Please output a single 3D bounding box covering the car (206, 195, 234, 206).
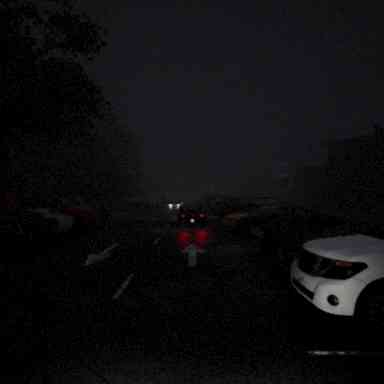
[{"bbox_3d":[4.709,1.452,56.485,4.553,1.767,2.185,0,0,0],"label":"car"}]

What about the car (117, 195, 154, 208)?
[{"bbox_3d":[-8.344,1.556,47.702,4.892,1.521,2.231,0,0,0],"label":"car"}]

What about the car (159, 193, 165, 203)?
[{"bbox_3d":[-8.369,1.339,61.582,5.566,2.045,2.435,0,0,0],"label":"car"}]

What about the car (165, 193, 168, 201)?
[{"bbox_3d":[-8.369,1.360,69.909,5.566,2.045,2.435,0,0,0],"label":"car"}]

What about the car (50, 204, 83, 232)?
[{"bbox_3d":[-8.333,1.519,16.909,4.674,1.452,2.002,0,0,0],"label":"car"}]

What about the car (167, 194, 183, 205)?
[{"bbox_3d":[-3.278,1.641,63.769,1.812,1.442,4.674,0,0,1],"label":"car"}]

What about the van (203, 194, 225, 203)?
[{"bbox_3d":[4.622,1.386,70.500,4.442,1.987,1.878,0,0,0],"label":"van"}]

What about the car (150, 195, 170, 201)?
[{"bbox_3d":[-8.336,1.582,86.571,4.892,1.521,2.231,0,0,0],"label":"car"}]

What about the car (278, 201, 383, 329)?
[{"bbox_3d":[4.717,1.224,6.029,5.566,2.045,2.435,0,0,0],"label":"car"}]

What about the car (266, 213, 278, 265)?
[{"bbox_3d":[4.749,1.475,8.836,4.892,1.521,2.231,0,0,0],"label":"car"}]

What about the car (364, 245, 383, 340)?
[{"bbox_3d":[4.751,1.477,3.225,5.008,1.535,2.097,0,0,0],"label":"car"}]

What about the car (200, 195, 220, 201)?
[{"bbox_3d":[4.742,1.576,87.330,5.008,1.535,2.097,0,0,0],"label":"car"}]

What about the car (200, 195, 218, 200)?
[{"bbox_3d":[4.734,1.587,92.937,4.674,1.452,2.002,0,0,0],"label":"car"}]

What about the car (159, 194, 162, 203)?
[{"bbox_3d":[-8.311,1.613,58.806,4.792,1.488,2.163,0,0,0],"label":"car"}]

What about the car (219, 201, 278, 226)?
[{"bbox_3d":[4.558,1.482,20.042,5.366,1.575,1.946,0,0,0],"label":"car"}]

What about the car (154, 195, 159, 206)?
[{"bbox_3d":[-8.154,1.559,50.479,5.366,1.575,1.946,0,0,0],"label":"car"}]

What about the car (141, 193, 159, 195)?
[{"bbox_3d":[-8.370,1.451,56.029,4.553,1.767,2.185,0,0,0],"label":"car"}]

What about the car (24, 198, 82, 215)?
[{"bbox_3d":[-14.724,1.495,35.435,5.357,1.411,2.033,2,3,3],"label":"car"}]

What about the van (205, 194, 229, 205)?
[{"bbox_3d":[4.623,1.366,62.092,4.442,1.987,1.878,0,0,0],"label":"van"}]

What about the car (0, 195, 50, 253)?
[{"bbox_3d":[-8.307,1.223,11.462,5.566,2.045,2.435,0,0,0],"label":"car"}]

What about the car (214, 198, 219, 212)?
[{"bbox_3d":[4.772,1.543,31.255,4.792,1.488,2.163,0,0,0],"label":"car"}]

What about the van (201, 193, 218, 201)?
[{"bbox_3d":[4.620,1.336,90.132,4.442,1.987,1.878,0,0,0],"label":"van"}]

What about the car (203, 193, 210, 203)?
[{"bbox_3d":[4.769,1.305,48.075,5.566,2.045,2.435,0,0,0],"label":"car"}]

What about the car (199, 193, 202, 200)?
[{"bbox_3d":[4.767,1.354,67.699,5.566,2.045,2.435,0,0,0],"label":"car"}]

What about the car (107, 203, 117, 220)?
[{"bbox_3d":[-8.308,1.240,22.479,5.566,2.045,2.435,0,0,0],"label":"car"}]

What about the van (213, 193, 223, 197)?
[{"bbox_3d":[4.859,1.302,36.862,4.442,1.987,1.878,0,0,0],"label":"van"}]

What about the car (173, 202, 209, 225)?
[{"bbox_3d":[-0.175,1.616,24.299,1.895,1.301,4.718,0,0,-5],"label":"car"}]

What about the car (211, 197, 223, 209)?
[{"bbox_3d":[4.748,1.520,34.058,5.008,1.535,2.097,0,0,0],"label":"car"}]

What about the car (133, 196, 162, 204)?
[{"bbox_3d":[-8.526,1.595,64.358,5.366,1.575,1.946,0,0,0],"label":"car"}]

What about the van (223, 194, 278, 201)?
[{"bbox_3d":[4.860,1.273,25.649,4.442,1.987,1.878,0,0,0],"label":"van"}]

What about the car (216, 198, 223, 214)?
[{"bbox_3d":[4.772,1.536,28.452,4.792,1.488,2.163,0,0,0],"label":"car"}]

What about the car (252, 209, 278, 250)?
[{"bbox_3d":[4.774,1.503,11.634,4.792,1.488,2.163,0,0,0],"label":"car"}]

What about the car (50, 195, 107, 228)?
[{"bbox_3d":[-8.307,1.234,19.817,5.566,2.045,2.435,0,0,0],"label":"car"}]

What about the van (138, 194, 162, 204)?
[{"bbox_3d":[-8.457,1.379,67.133,4.442,1.987,1.878,0,0,0],"label":"van"}]

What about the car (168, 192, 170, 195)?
[{"bbox_3d":[-8.313,1.362,72.686,5.566,2.045,2.435,0,0,0],"label":"car"}]

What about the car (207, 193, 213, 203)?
[{"bbox_3d":[4.772,1.423,45.272,4.553,1.767,2.185,0,0,0],"label":"car"}]

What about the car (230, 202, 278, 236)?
[{"bbox_3d":[4.749,1.479,17.242,5.008,1.535,2.097,0,0,0],"label":"car"}]

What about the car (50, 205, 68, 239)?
[{"bbox_3d":[-8.330,1.477,14.248,5.008,1.535,2.097,0,0,0],"label":"car"}]

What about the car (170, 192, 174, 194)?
[{"bbox_3d":[-8.314,1.315,89.344,5.566,2.045,2.435,0,0,0],"label":"car"}]

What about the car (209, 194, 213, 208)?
[{"bbox_3d":[4.711,1.409,39.665,4.553,1.767,2.185,0,0,0],"label":"car"}]

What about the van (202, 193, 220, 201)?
[{"bbox_3d":[4.854,1.364,84.522,4.442,1.987,1.878,0,0,0],"label":"van"}]
